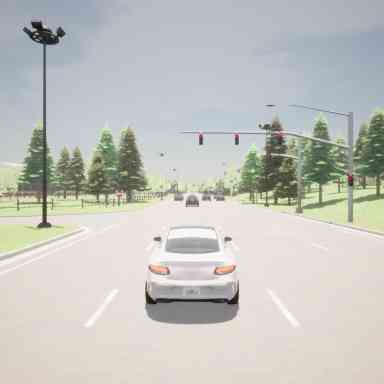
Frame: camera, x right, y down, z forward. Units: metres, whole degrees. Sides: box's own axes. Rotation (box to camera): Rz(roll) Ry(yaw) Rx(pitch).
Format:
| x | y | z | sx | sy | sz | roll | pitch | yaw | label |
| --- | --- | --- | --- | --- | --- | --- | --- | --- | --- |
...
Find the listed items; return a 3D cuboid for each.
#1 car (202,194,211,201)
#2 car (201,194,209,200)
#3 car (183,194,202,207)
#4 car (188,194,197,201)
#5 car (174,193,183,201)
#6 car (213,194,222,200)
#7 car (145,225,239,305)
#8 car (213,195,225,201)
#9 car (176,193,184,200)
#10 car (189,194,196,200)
| x | y | z | sx | sy | sz | roll | pitch | yaw | label |
| --- | --- | --- | --- | --- | --- | --- | --- | --- | --- |
| 3.588 | 1.348 | 82.886 | 2.097 | 1.767 | 4.553 | 0 | 0 | 0 | car |
| 3.599 | 1.372 | 92.919 | 2.033 | 1.411 | 5.357 | 0 | 0 | 0 | car |
| 0.055 | 1.352 | 51.860 | 2.097 | 1.767 | 4.553 | 0 | 0 | 0 | car |
| 0.088 | 1.348 | 82.890 | 2.097 | 1.767 | 4.553 | 0 | 0 | 0 | car |
| -3.412 | 1.544 | 82.890 | 1.994 | 1.385 | 4.181 | 0 | 0 | 0 | car |
| 7.099 | 1.385 | 92.916 | 1.994 | 1.385 | 4.181 | 0 | 0 | 0 | car |
| 0.015 | 1.526 | 7.987 | 1.812 | 1.442 | 4.674 | 0 | 0 | 0 | car |
| 7.088 | 1.517 | 82.496 | 2.128 | 1.511 | 4.902 | 0 | 0 | 0 | car |
| -3.401 | 1.188 | 92.897 | 2.097 | 1.767 | 4.553 | 0 | 0 | 0 | car |
| 0.099 | 1.332 | 92.923 | 1.837 | 1.490 | 4.892 | 0 | 0 | 0 | car |
